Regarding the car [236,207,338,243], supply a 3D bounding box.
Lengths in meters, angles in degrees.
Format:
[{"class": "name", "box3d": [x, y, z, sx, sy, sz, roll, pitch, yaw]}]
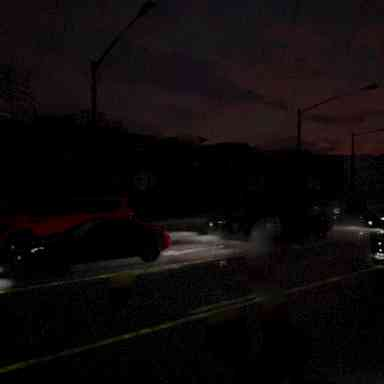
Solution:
[{"class": "car", "box3d": [4.608, 1.564, 15.843, 4.718, 1.301, 1.895, 0, 0, -35]}]

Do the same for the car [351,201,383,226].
[{"class": "car", "box3d": [13.042, 1.480, 21.837, 5.357, 1.411, 2.033, 0, 0, -35]}]

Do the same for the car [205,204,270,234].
[{"class": "car", "box3d": [2.987, 1.466, 18.987, 4.892, 1.490, 1.837, 0, 0, -35]}]

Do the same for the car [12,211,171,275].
[{"class": "car", "box3d": [-2.865, 1.515, 10.522, 4.674, 1.442, 1.812, 0, 0, -36]}]

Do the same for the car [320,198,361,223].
[{"class": "car", "box3d": [11.116, 1.284, 24.762, 4.553, 1.767, 2.097, 0, 0, -35]}]

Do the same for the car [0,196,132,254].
[{"class": "car", "box3d": [-5.005, 1.212, 13.300, 5.566, 2.045, 2.150, 0, 0, -35]}]
